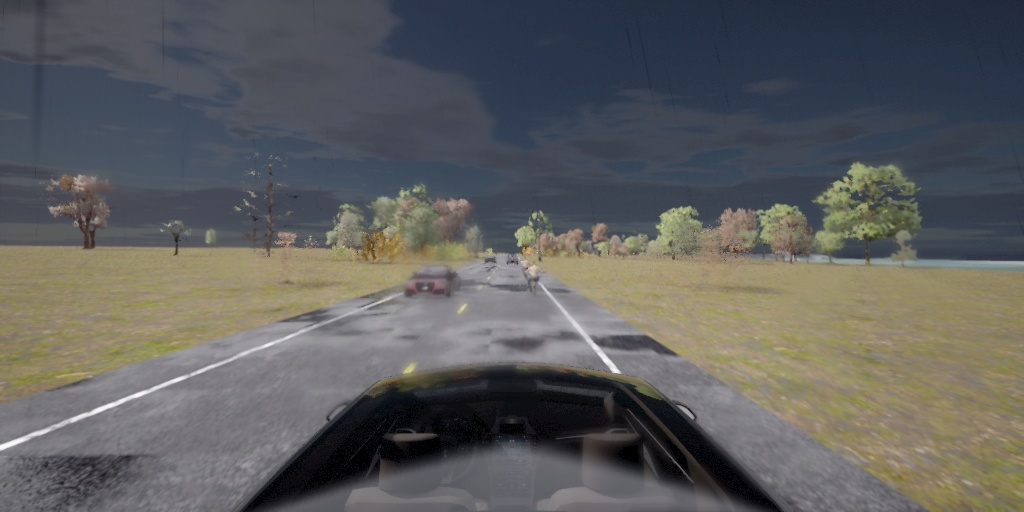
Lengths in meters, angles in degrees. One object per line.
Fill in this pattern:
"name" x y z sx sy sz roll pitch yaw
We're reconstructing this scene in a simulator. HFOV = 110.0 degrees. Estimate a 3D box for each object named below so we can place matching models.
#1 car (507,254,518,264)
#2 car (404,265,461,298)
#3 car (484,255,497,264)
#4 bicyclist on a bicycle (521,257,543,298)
"car" 0.091 0.546 56.661 2.033 1.411 5.357 0 1 0
"car" -3.588 1.108 16.789 1.994 1.385 4.181 0 1 0
"car" -3.505 0.516 58.907 2.033 1.411 5.357 0 1 1
"bicyclist on a bicycle" 0.970 0.994 15.801 0.866 1.612 1.509 0 1 0
